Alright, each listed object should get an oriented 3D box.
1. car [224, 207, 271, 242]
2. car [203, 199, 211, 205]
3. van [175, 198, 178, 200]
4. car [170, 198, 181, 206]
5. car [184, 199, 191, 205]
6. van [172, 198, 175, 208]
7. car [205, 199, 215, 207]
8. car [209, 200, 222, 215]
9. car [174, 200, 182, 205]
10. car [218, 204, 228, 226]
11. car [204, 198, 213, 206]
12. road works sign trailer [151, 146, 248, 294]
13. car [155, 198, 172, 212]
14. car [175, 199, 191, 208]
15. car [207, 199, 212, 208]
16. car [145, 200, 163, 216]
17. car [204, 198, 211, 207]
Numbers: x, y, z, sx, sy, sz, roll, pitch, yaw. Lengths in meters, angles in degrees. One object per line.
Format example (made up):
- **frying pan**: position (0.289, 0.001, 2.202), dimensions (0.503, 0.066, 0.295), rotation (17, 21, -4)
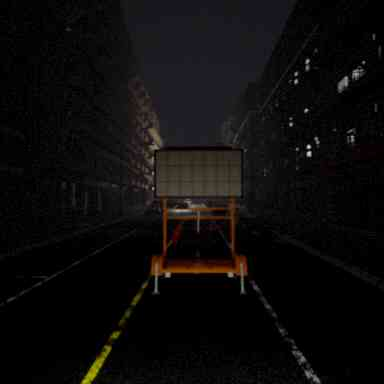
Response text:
- **car**: position (2.931, 1.734, 17.351), dimensions (1.887, 1.381, 4.507), rotation (1, -1, 1)
- **car**: position (4.302, 2.710, 94.766), dimensions (1.967, 1.590, 4.097), rotation (1, -1, 1)
- **van**: position (-4.141, 2.149, 61.793), dimensions (1.690, 1.788, 3.998), rotation (1, -1, 1)
- **car**: position (-3.839, 2.366, 78.379), dimensions (2.192, 1.841, 5.009), rotation (1, -1, 1)
- **car**: position (-1.102, 2.704, 89.120), dimensions (1.812, 1.442, 4.674), rotation (0, -1, 1)
- **van**: position (-4.240, 2.070, 56.262), dimensions (1.690, 1.788, 3.998), rotation (1, -1, 1)
- **car**: position (3.944, 2.371, 72.646), dimensions (1.967, 1.590, 4.097), rotation (1, -1, 1)
- **car**: position (3.332, 2.013, 39.468), dimensions (1.887, 1.381, 4.507), rotation (1, -1, 1)
- **car**: position (-3.644, 2.786, 89.435), dimensions (1.947, 1.339, 4.313), rotation (1, -1, 1)
- **car**: position (3.035, 1.784, 23.052), dimensions (1.752, 1.417, 4.829), rotation (1, -1, 1)
- **car**: position (4.105, 2.411, 83.708), dimensions (2.192, 1.841, 5.009), rotation (1, -1, 1)
- **road works sign trailer**: position (0.181, 0.568, 9.084), dimensions (2.380, 3.560, 2.880), rotation (0, -1, 1)
- **car**: position (-4.440, 1.895, 45.207), dimensions (2.192, 1.841, 5.009), rotation (1, -1, 1)
- **car**: position (-1.663, 2.345, 58.163), dimensions (1.895, 1.301, 4.718), rotation (0, -1, 1)
- **car**: position (3.432, 2.092, 44.998), dimensions (2.008, 1.369, 4.403), rotation (1, -1, 1)
- **car**: position (-4.548, 2.030, 39.504), dimensions (1.752, 1.417, 4.829), rotation (1, -1, 1)
- **car**: position (3.734, 2.314, 61.586), dimensions (1.887, 1.381, 4.507), rotation (1, -1, 1)
